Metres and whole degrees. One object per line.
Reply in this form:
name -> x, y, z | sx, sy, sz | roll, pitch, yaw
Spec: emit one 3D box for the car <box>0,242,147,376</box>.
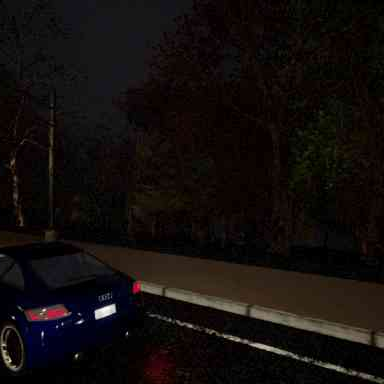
car -> -2.763, 1.563, 5.638 | 4.181, 1.385, 1.994 | 0, 0, 37
